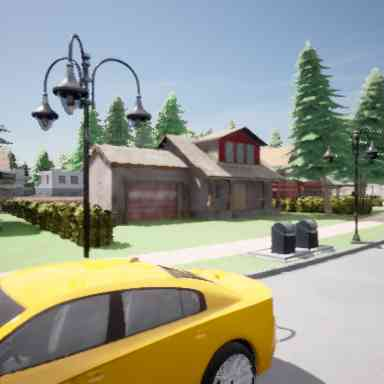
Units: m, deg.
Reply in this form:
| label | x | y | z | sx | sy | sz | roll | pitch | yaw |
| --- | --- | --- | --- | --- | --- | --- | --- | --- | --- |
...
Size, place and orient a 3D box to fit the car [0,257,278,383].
| label | x | y | z | sx | sy | sz | roll | pitch | yaw |
| --- | --- | --- | --- | --- | --- | --- | --- | --- | --- |
| car | -1.299 | 1.490 | 3.208 | 5.008 | 1.535 | 1.882 | 0 | 0 | -37 |
